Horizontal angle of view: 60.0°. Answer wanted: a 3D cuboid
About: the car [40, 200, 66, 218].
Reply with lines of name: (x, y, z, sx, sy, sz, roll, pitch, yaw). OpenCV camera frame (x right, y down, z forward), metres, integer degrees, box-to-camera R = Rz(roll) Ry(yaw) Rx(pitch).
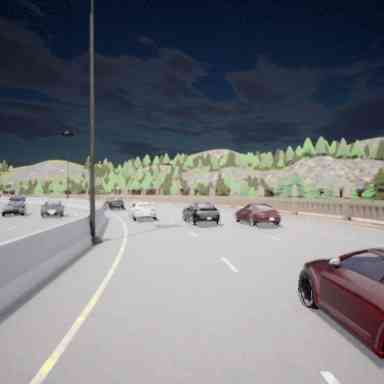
car: (-12.505, 1.504, 30.024, 2.128, 1.511, 4.902, 0, 0, -20)

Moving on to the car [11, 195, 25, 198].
car: (-33.756, 1.293, 64.641, 1.882, 1.535, 5.008, 0, 0, -43)

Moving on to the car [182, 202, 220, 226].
car: (0.553, 1.459, 23.407, 2.128, 1.511, 4.902, 0, 0, -13)

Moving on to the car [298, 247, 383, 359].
car: (3.253, 1.544, 5.195, 1.994, 1.385, 4.181, 0, 0, -3)

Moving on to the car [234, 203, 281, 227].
car: (4.359, 1.478, 22.478, 1.812, 1.442, 4.674, 0, 0, -12)

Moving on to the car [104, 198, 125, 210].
car: (-9.981, 1.477, 42.660, 2.128, 1.511, 4.902, 0, 0, -25)

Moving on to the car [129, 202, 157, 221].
car: (-4.057, 1.507, 27.160, 1.812, 1.442, 4.674, 0, 0, -16)

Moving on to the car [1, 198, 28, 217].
car: (-16.876, 1.576, 31.911, 2.033, 1.411, 5.357, 0, 0, -22)
